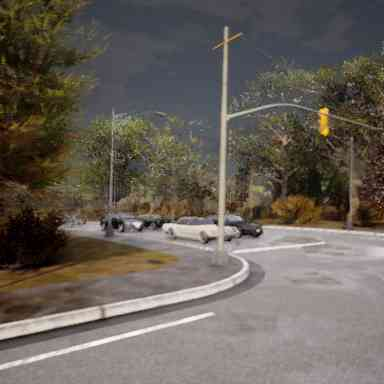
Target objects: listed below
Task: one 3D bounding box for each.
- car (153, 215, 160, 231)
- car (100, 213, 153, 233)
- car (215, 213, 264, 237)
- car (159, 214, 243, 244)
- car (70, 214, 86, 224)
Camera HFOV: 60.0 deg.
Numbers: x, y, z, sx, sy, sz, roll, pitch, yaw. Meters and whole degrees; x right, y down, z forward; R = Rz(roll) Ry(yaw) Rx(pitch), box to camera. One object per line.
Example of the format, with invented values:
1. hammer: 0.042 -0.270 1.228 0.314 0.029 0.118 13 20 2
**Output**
1. car: -3.562 2.651 29.216 1.895 1.301 4.718 3 -5 -40
2. car: -5.517 2.366 26.095 2.128 1.511 4.902 3 -5 -40
3. car: 2.408 2.114 21.716 1.882 1.535 5.008 2 -3 -37
4. car: 0.366 2.081 18.632 1.895 1.301 4.718 2 -3 -37
5. car: -14.955 3.497 41.347 4.902 1.511 2.128 -5 -5 43
